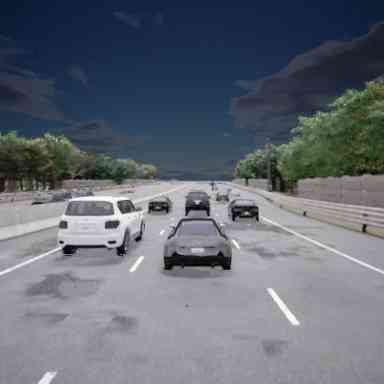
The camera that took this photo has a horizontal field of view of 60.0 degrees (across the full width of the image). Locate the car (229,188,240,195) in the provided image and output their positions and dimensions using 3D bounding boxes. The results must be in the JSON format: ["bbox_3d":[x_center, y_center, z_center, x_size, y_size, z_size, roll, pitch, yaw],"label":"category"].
[{"bbox_3d":[8.816,0.099,68.073,1.812,1.442,4.674,0,2,4],"label":"car"}]

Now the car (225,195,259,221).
[{"bbox_3d":[3.800,1.258,25.189,1.882,1.535,5.008,0,1,1],"label":"car"}]

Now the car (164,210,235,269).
[{"bbox_3d":[0.176,1.532,11.014,1.994,1.385,4.181,0,0,1],"label":"car"}]

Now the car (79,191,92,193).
[{"bbox_3d":[-19.446,0.463,60.156,2.033,1.411,5.357,0,2,3],"label":"car"}]

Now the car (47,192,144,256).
[{"bbox_3d":[-3.304,1.174,13.099,2.150,2.045,5.566,0,1,1],"label":"car"}]

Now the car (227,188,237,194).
[{"bbox_3d":[9.406,-0.273,78.087,2.033,1.411,5.357,0,2,3],"label":"car"}]

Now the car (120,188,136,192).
[{"bbox_3d":[-12.396,0.413,61.367,2.033,1.411,5.357,0,2,3],"label":"car"}]

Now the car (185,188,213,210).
[{"bbox_3d":[0.521,0.921,29.949,2.150,2.045,5.566,0,1,1],"label":"car"}]

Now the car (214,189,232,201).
[{"bbox_3d":[4.687,0.669,51.399,1.812,1.442,4.674,0,2,3],"label":"car"}]

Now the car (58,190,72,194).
[{"bbox_3d":[-22.437,0.488,57.683,2.128,1.511,4.902,0,2,0],"label":"car"}]

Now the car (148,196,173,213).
[{"bbox_3d":[-2.932,1.142,31.576,1.882,1.535,5.008,0,1,2],"label":"car"}]

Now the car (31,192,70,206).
[{"bbox_3d":[-16.896,1.033,39.357,2.033,1.411,5.357,0,1,2],"label":"car"}]

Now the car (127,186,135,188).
[{"bbox_3d":[-14.990,-0.600,80.930,2.097,1.767,4.553,0,2,3],"label":"car"}]
